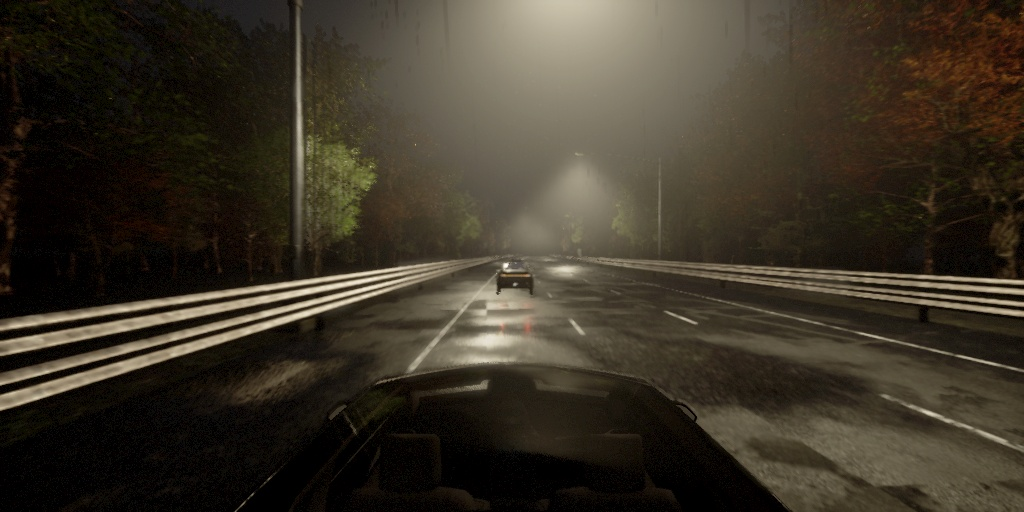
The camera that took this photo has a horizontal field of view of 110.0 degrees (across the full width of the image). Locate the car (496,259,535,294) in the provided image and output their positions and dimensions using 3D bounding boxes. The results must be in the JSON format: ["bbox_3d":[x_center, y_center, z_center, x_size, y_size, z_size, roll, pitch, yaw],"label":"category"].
[{"bbox_3d":[0.163,1.097,18.933,2.128,1.511,4.902,0,0,0],"label":"car"}]
